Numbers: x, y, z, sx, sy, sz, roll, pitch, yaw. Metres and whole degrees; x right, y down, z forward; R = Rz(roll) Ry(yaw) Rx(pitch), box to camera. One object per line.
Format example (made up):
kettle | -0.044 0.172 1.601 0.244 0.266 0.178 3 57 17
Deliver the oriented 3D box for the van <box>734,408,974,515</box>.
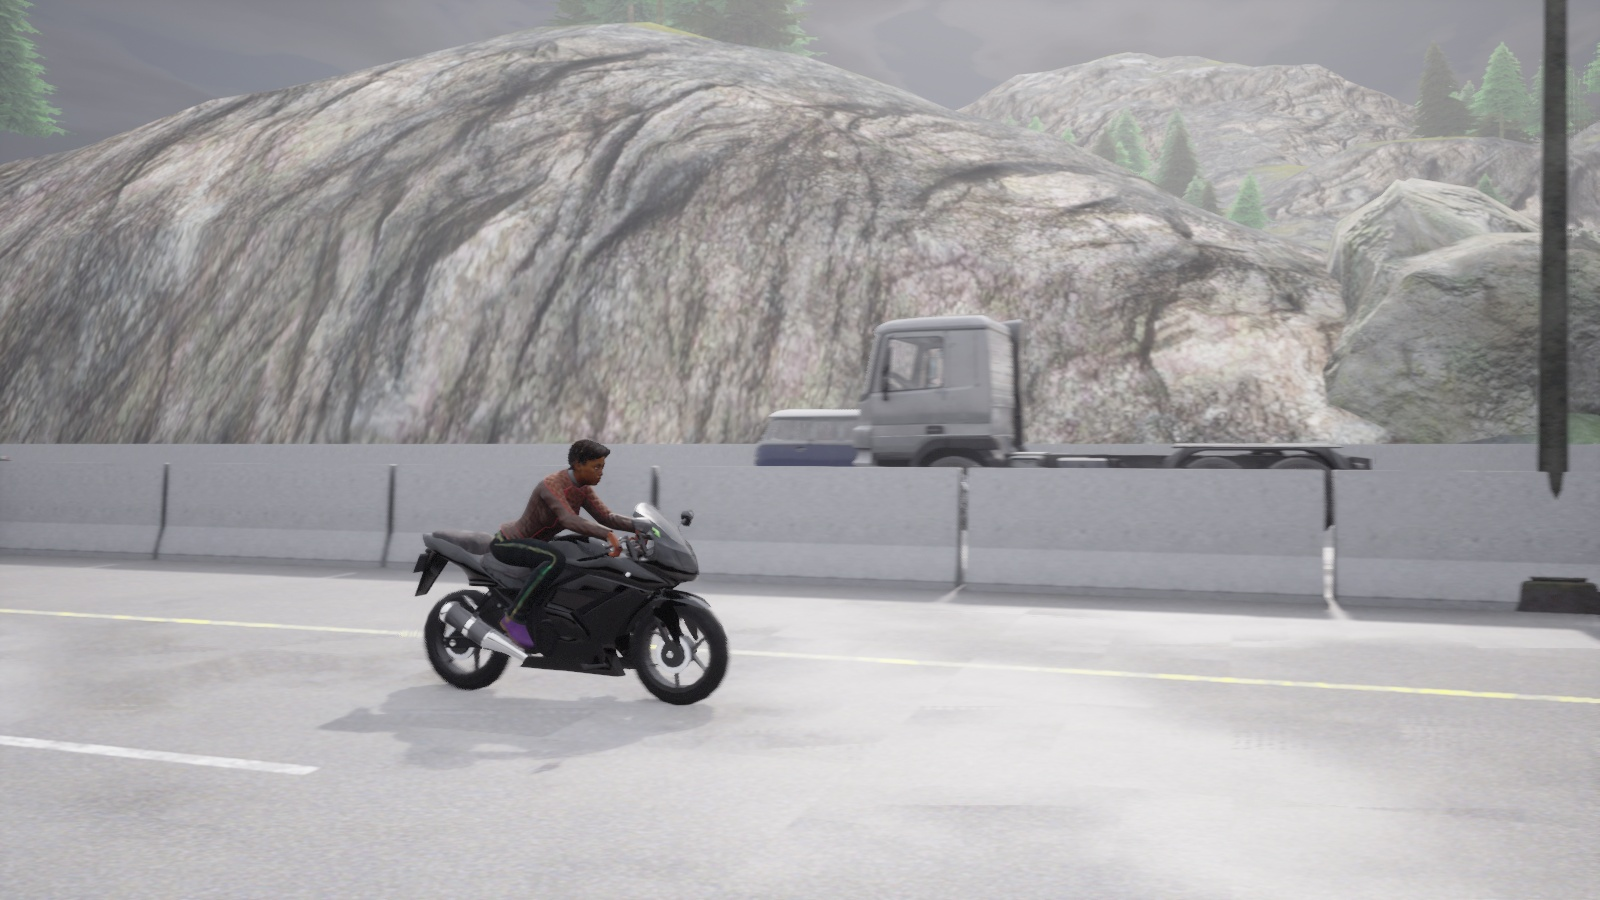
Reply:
van | 1.077 0.183 24.982 4.442 1.987 1.775 1 1 19

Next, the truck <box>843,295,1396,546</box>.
truck | 4.918 -0.457 19.986 7.936 3.462 2.891 1 1 19

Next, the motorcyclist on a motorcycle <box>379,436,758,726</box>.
motorcyclist on a motorcycle | -1.346 0.686 7.338 2.044 1.523 0.797 1 1 19
